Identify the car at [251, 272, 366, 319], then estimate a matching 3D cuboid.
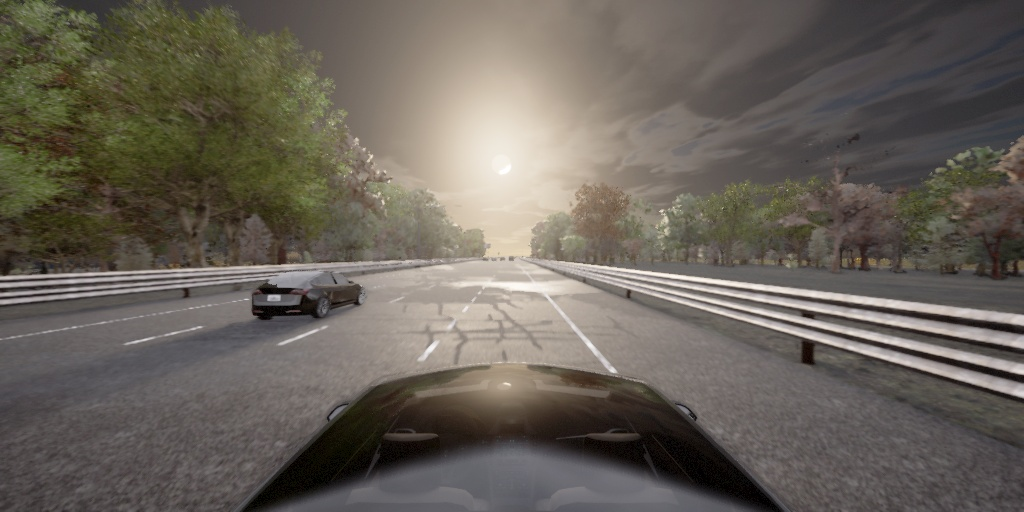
[{"bbox_3d":[-6.954,1.273,12.794,2.163,1.488,4.792,0,0,0],"label":"car"}]
